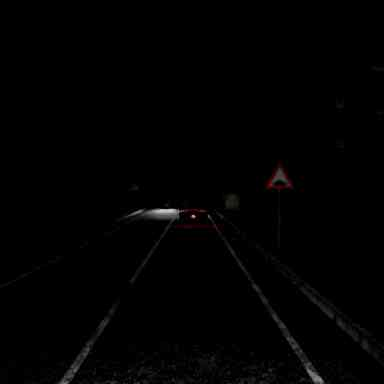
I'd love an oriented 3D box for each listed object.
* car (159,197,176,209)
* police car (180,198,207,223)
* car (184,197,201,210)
[{"bbox_3d":[-3.092,1.352,42.932,2.128,1.511,4.902,0,0,0],"label":"car"},{"bbox_3d":[0.099,1.440,24.752,2.038,1.542,4.974,0,1,0],"label":"police car"},{"bbox_3d":[0.095,1.410,42.662,2.033,1.411,5.357,0,0,0],"label":"car"}]
